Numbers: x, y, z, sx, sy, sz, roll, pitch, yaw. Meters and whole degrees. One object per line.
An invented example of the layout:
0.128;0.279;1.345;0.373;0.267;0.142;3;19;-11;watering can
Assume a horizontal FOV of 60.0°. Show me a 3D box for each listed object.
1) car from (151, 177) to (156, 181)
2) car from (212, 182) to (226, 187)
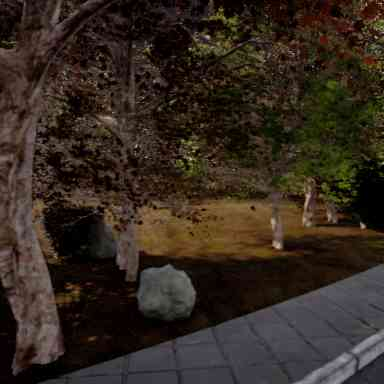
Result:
-9.781;-2.912;88.362;2.231;1.521;4.892;4;2;34;car
6.361;-1.806;77.602;2.185;1.767;4.553;5;2;34;car
